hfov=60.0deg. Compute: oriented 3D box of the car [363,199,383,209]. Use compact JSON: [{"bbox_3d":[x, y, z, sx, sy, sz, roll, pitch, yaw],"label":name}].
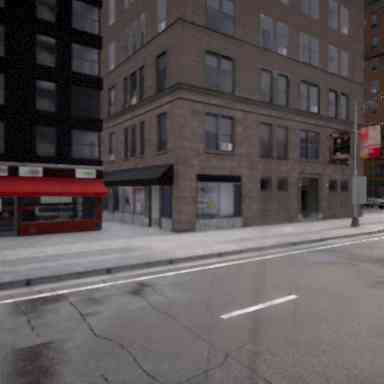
[{"bbox_3d":[22.973,1.512,43.175,1.947,1.339,4.313,0,0,-35],"label":"car"}]
